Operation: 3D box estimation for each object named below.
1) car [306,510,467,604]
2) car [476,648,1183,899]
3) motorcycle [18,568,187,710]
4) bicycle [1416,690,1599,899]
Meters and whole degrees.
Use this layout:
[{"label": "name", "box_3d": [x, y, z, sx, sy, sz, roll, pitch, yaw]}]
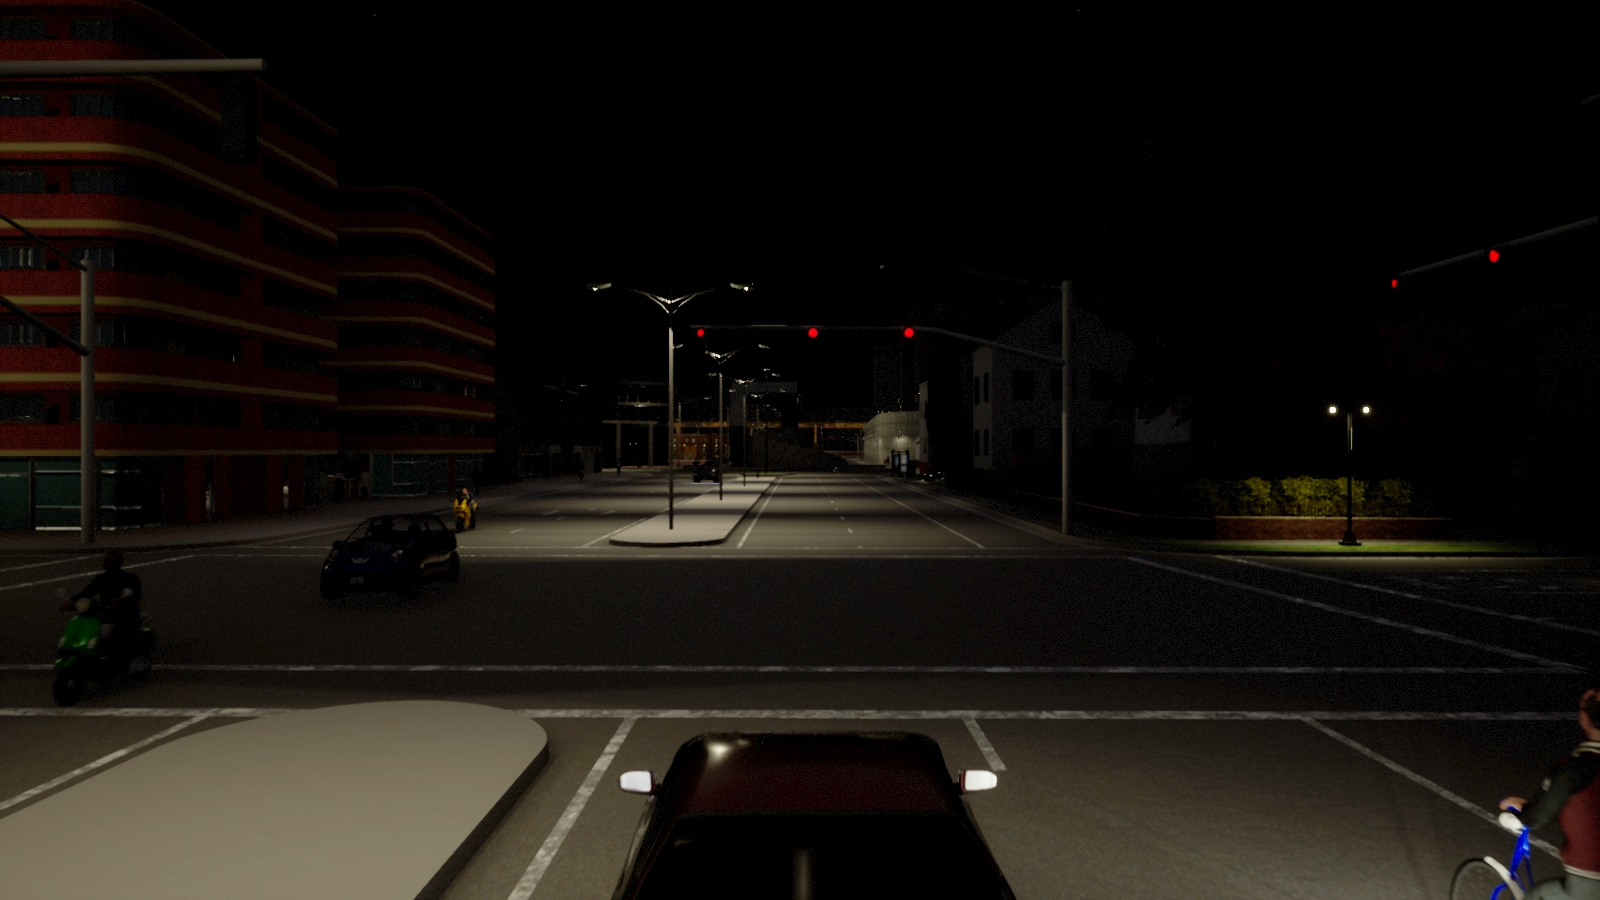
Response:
[{"label": "car", "box_3d": [-8.010, 2.034, 22.477, 1.845, 1.501, 3.633, 0, 0, 0]}, {"label": "car", "box_3d": [0.059, 2.039, 5.110, 2.007, 1.525, 4.514, 0, 0, -1]}, {"label": "motorcycle", "box_3d": [-7.996, 2.127, 13.210, 0.856, 1.341, 1.805, 0, 0, 0]}, {"label": "bicycle", "box_3d": [3.487, 2.047, 5.242, 0.329, 1.496, 1.835, 0, 0, 0]}]
